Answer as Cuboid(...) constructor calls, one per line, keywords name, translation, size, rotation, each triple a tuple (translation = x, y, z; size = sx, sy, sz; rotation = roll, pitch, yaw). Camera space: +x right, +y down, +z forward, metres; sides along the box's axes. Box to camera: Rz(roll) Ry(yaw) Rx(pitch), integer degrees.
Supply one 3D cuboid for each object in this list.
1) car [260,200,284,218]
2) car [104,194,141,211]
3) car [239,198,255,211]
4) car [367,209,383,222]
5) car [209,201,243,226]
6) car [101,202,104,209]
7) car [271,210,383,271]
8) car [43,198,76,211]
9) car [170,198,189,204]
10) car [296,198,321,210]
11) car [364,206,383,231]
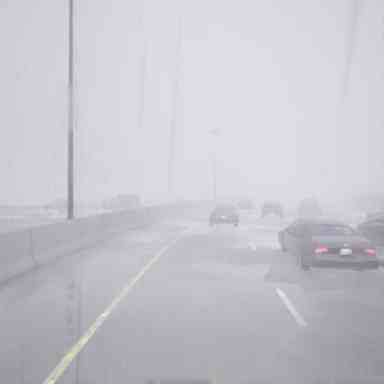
Cuboid(name="car", translation=(7.363, 1.539, 30.559), size=(1.837, 1.490, 4.892), rotation=(0, 0, 13))
Cuboid(name="car", translation=(-8.198, 1.213, 41.124), size=(2.150, 2.045, 5.566), rotation=(0, 0, 16))
Cuboid(name="car", translation=(6.740, 1.541, 41.484), size=(1.837, 1.490, 4.892), rotation=(0, 0, 17))
Cuboid(name="car", translation=(7.865, 1.520, 12.494), size=(2.128, 1.511, 4.902), rotation=(0, 0, 5))
Cuboid(name="car", translation=(2.360, 1.580, 23.592), size=(1.994, 1.385, 4.181), rotation=(0, 0, 9))
Cuboid(name="car", translation=(-10.552, 1.489, 45.417), size=(1.837, 1.490, 4.892), rotation=(0, 0, 17))
Cuboid(name="car", translation=(4.166, 1.564, 11.010), size=(2.033, 1.411, 5.357), rotation=(0, 0, 5))
Cuboid(name="car", translation=(-15.757, 1.494, 39.831), size=(1.812, 1.442, 4.674), rotation=(0, 0, 15))
Cuboid(name="car", translation=(-1.730, 1.615, 50.030), size=(1.895, 1.301, 4.718), rotation=(0, 0, 19))
Cuboid(name="car", translation=(11.797, 1.400, 33.827), size=(2.097, 1.767, 4.553), rotation=(0, 0, 15))
Cuboid(name="car", translation=(12.435, 1.646, 20.458), size=(1.895, 1.301, 4.718), rotation=(0, 0, 9))
